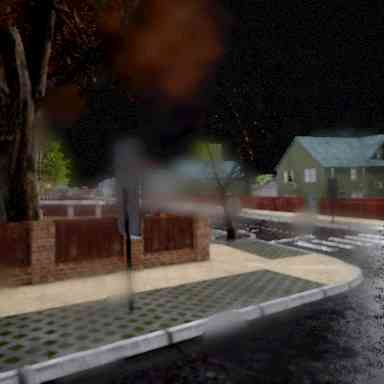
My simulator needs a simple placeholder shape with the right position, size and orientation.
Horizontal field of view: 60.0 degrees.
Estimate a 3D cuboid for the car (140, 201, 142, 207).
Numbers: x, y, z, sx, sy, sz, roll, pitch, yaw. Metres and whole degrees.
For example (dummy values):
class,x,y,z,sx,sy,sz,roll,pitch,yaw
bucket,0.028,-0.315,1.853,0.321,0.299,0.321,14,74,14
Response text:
class,x,y,z,sx,sy,sz,roll,pitch,yaw
car,-9.520,1.939,54.242,1.837,1.490,4.892,-3,0,-22
